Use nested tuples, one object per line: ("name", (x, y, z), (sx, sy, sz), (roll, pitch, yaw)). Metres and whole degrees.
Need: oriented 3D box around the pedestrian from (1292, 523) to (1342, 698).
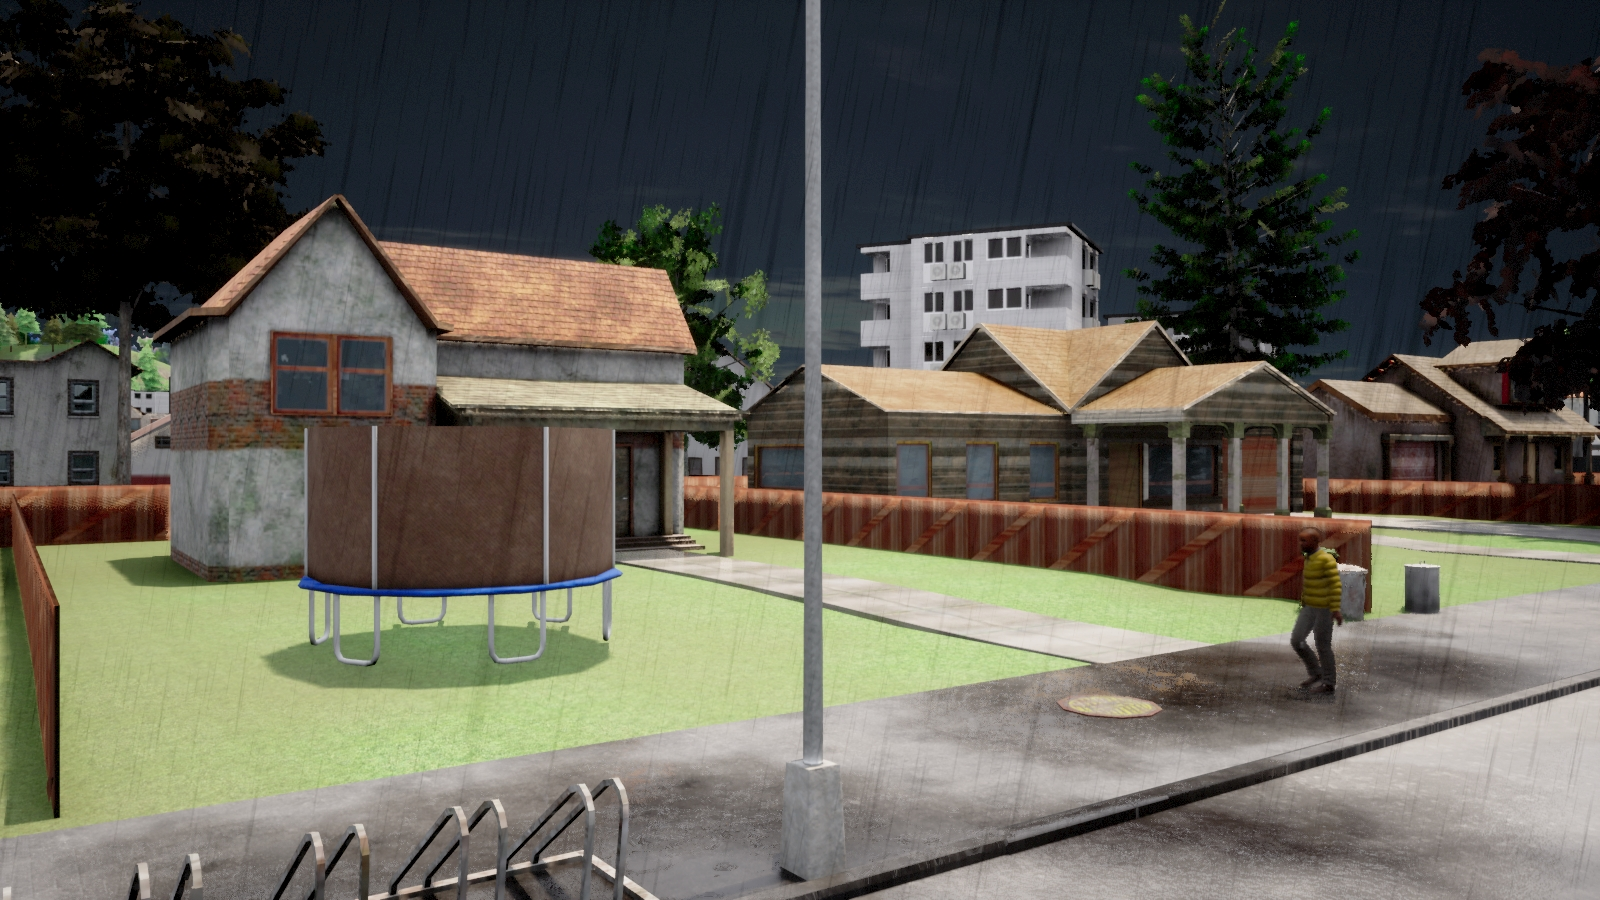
("pedestrian", (5.654, 1.746, 12.505), (0.375, 1.860, 0.375), (0, 0, -2))
